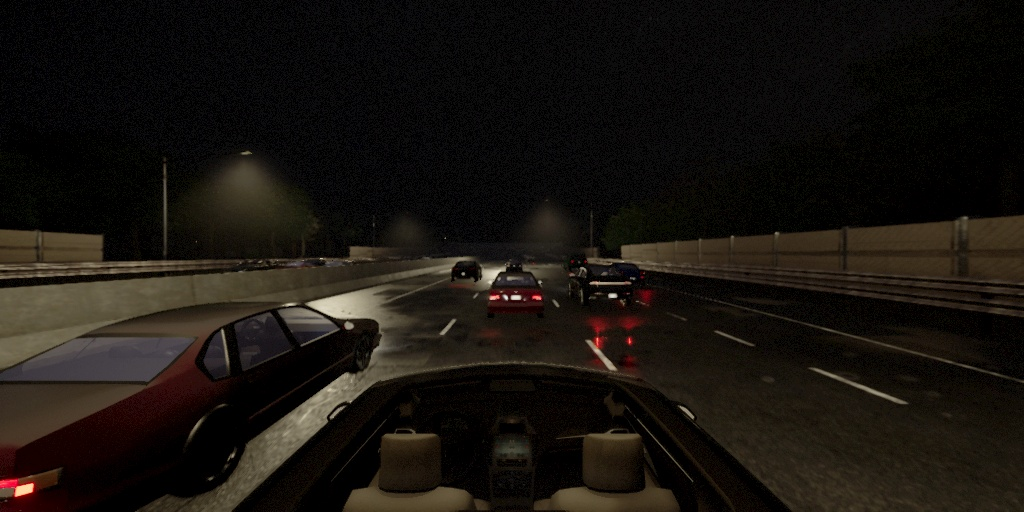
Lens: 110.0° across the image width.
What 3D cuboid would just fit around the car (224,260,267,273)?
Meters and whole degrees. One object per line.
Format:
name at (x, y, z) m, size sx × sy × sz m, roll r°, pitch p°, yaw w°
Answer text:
car at (-21.012, 1.079, 29.266) m, size 1.837 × 1.490 × 4.892 m, roll 0°, pitch 0°, yaw 0°

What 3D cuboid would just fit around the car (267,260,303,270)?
car at (-17.511, 1.137, 29.458) m, size 1.994 × 1.385 × 4.181 m, roll 0°, pitch 0°, yaw 0°

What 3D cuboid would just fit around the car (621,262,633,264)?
car at (7.119, 1.137, 23.170) m, size 1.812 × 1.442 × 4.674 m, roll 0°, pitch 0°, yaw 1°

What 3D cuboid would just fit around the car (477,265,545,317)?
car at (0.114, 1.222, 12.741) m, size 2.033 × 1.411 × 5.357 m, roll 0°, pitch 0°, yaw 0°

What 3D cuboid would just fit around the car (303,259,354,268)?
car at (-14.021, 1.125, 28.792) m, size 2.033 × 1.411 × 5.357 m, roll 0°, pitch 0°, yaw 0°

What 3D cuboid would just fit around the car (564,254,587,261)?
car at (7.263, 0.733, 41.279) m, size 2.150 × 2.045 × 5.566 m, roll 0°, pitch 1°, yaw 0°

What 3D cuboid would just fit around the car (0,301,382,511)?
car at (-3.398, 1.278, 4.405) m, size 2.033 × 1.411 × 5.357 m, roll 0°, pitch 0°, yaw 0°

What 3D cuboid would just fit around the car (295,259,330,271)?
car at (-24.390, 1.055, 43.982) m, size 1.994 × 1.385 × 4.181 m, roll 0°, pitch 0°, yaw 1°

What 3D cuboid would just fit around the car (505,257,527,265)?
car at (0.254, 1.066, 39.667) m, size 2.033 × 1.411 × 5.357 m, roll 0°, pitch 0°, yaw 0°

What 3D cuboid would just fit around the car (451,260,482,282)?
car at (-3.331, 1.066, 27.035) m, size 1.882 × 1.535 × 5.008 m, roll 0°, pitch 0°, yaw 0°

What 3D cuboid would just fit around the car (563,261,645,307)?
car at (3.520, 1.152, 14.908) m, size 2.128 × 1.511 × 4.902 m, roll 0°, pitch 0°, yaw 0°
